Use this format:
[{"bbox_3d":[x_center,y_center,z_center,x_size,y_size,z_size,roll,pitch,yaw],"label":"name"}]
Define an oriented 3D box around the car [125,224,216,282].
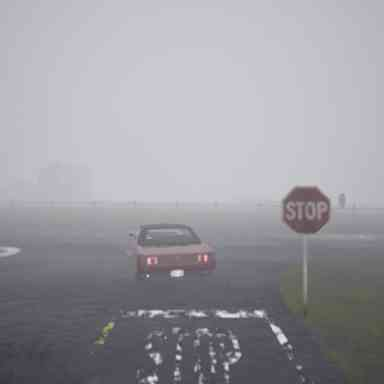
[{"bbox_3d":[-0.890,1.584,9.838,1.895,1.301,4.718,0,0,-14],"label":"car"}]
